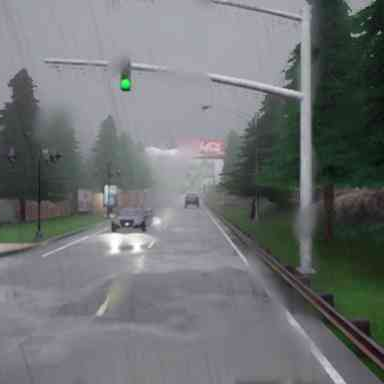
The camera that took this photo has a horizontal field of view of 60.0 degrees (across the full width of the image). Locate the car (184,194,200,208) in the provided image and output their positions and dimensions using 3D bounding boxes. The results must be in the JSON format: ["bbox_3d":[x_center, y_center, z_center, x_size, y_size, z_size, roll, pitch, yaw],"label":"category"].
[{"bbox_3d":[0.007,1.269,49.776,2.150,2.045,5.566,0,0,0],"label":"car"}]

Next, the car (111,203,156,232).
[{"bbox_3d":[-3.590,1.584,20.388,1.994,1.385,4.181,0,0,0],"label":"car"}]

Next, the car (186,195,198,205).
[{"bbox_3d":[0.008,1.410,60.364,2.097,1.767,4.553,0,0,0],"label":"car"}]

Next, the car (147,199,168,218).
[{"bbox_3d":[-3.586,1.593,30.349,1.994,1.385,4.181,0,0,0],"label":"car"}]

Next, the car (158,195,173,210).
[{"bbox_3d":[-3.560,1.535,44.839,2.128,1.511,4.902,0,0,0],"label":"car"}]
